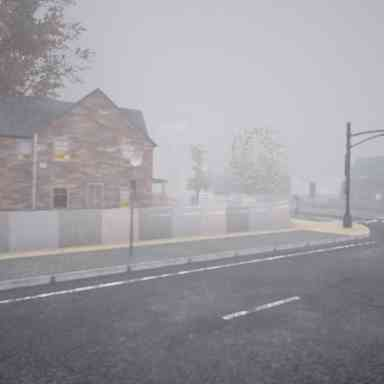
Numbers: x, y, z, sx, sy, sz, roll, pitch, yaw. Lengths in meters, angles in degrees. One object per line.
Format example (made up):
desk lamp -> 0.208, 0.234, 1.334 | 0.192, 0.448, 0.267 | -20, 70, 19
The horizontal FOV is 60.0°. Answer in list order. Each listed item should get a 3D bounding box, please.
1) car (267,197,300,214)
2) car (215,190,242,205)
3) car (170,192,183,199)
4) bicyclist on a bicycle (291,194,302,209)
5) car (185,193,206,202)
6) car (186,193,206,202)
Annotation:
car -> 8.150, 1.232, 31.590 | 2.128, 1.511, 4.902 | 1, 0, -20
car -> 4.664, 0.810, 40.981 | 2.150, 2.045, 5.566 | 1, 0, -21
car -> -3.177, 0.691, 70.233 | 1.837, 1.490, 4.892 | 1, 0, -20
bicyclist on a bicycle -> 11.953, 1.108, 38.198 | 1.656, 1.620, 0.582 | 1, 0, -20
car -> 0.599, 0.906, 60.348 | 2.033, 1.411, 5.357 | 1, 0, -20
car -> 0.946, 0.973, 50.997 | 2.033, 1.411, 5.357 | 1, 0, -20
